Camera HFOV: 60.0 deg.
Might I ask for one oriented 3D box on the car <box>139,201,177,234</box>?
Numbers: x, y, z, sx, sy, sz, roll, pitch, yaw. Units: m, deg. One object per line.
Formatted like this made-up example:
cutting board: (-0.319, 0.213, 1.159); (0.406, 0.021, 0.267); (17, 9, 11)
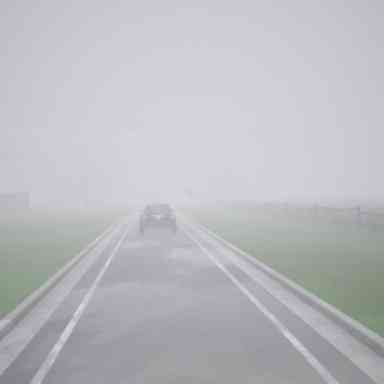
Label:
car: (-2.116, 1.443, 20.397); (2.097, 1.767, 4.553); (-1, 0, -7)

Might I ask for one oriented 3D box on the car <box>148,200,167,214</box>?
car: (-4.046, 1.724, 39.486); (2.033, 1.411, 5.357); (-1, 0, -5)
